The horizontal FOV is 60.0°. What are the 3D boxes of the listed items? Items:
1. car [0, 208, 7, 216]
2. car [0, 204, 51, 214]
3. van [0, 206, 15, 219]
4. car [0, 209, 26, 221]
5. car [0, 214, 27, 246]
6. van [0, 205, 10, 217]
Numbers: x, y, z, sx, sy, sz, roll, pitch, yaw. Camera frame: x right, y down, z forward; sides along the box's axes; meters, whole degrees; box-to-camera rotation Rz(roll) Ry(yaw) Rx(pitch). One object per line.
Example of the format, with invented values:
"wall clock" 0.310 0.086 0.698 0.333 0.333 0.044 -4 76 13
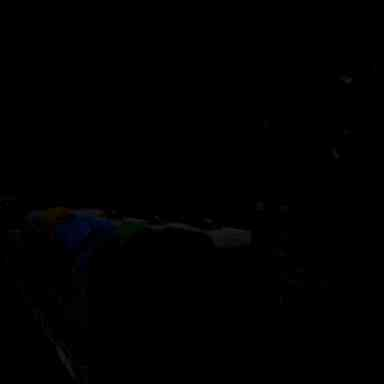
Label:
"car" -38.784 3.775 64.087 2.231 1.521 4.892 -1 -3 35
"car" -8.300 1.903 19.342 2.435 2.045 5.566 -2 -4 36
"van" -30.302 3.099 51.594 1.878 1.987 4.442 -1 -3 36
"car" -25.172 3.061 44.226 2.097 1.535 5.008 -1 -3 36
"car" -6.517 2.053 16.949 1.946 1.575 5.366 -2 -4 36
"van" -33.695 3.278 56.569 1.878 1.987 4.442 -1 -3 36
